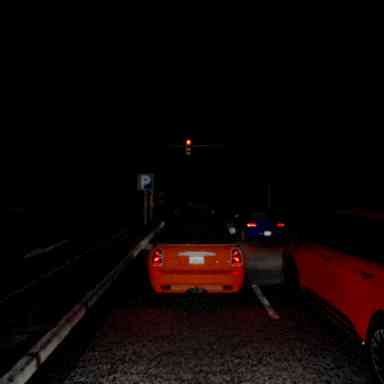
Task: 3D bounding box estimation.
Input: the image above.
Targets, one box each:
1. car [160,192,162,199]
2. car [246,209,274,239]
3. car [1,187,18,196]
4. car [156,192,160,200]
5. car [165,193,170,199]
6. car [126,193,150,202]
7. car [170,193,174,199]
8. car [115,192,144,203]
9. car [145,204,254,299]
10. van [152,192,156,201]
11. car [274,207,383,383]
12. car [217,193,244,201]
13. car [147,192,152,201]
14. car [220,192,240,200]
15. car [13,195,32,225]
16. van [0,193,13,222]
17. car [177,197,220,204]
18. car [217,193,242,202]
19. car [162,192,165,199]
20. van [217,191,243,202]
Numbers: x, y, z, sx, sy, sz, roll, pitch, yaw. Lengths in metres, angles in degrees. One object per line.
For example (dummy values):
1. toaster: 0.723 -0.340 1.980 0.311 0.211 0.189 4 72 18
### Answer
1. car: -9.849 1.210 75.815 4.674 1.452 2.002 -1 0 -13
2. car: 3.119 1.518 15.931 1.812 1.442 4.674 0 0 0
3. car: -28.307 0.034 51.679 2.002 1.452 4.674 6 -2 -20
4. car: -10.214 1.178 72.819 4.892 1.521 2.231 -1 0 -14
5. car: -8.687 1.191 84.802 4.674 1.452 2.002 -1 0 -12
6. car: -10.890 1.064 66.806 4.553 1.767 2.185 -1 0 -14
7. car: -8.245 0.892 87.809 5.566 2.045 2.435 -1 0 -12
8. car: -11.612 1.238 60.860 4.792 1.488 2.163 -1 0 -15
9. car: 0.094 1.347 8.623 2.097 1.767 4.553 0 0 0
10. van: -10.433 0.956 69.847 4.442 1.987 1.878 -1 0 -14
11. car: 3.100 1.220 5.060 2.150 2.045 5.566 0 0 -1
12. car: 8.011 1.128 69.472 5.366 1.575 1.946 1 0 -13
13. car: -10.975 1.189 63.854 5.366 1.575 1.946 -1 0 -15
14. car: 9.234 0.970 81.182 4.553 1.767 2.185 0 0 -12
15. car: -13.689 1.357 23.048 4.553 1.767 2.185 -1 0 -19
16. van: -13.656 1.256 20.070 4.442 1.987 1.878 -1 0 -20
17. car: 0.129 1.344 17.270 2.097 1.767 4.553 0 0 0
18. car: 7.484 1.011 66.477 4.553 1.767 2.185 1 0 -14
19. car: -9.486 1.204 78.818 4.674 1.452 2.002 -1 0 -13
20. van: 7.108 0.918 63.506 4.442 1.987 1.878 1 0 -14
